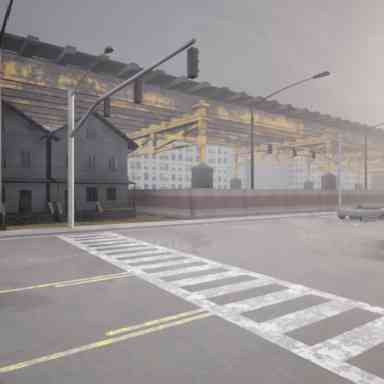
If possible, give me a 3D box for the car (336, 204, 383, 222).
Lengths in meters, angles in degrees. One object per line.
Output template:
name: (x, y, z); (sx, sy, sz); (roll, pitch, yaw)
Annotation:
car: (13.603, 1.598, 26.564); (4.718, 1.301, 1.895); (0, 0, -35)
